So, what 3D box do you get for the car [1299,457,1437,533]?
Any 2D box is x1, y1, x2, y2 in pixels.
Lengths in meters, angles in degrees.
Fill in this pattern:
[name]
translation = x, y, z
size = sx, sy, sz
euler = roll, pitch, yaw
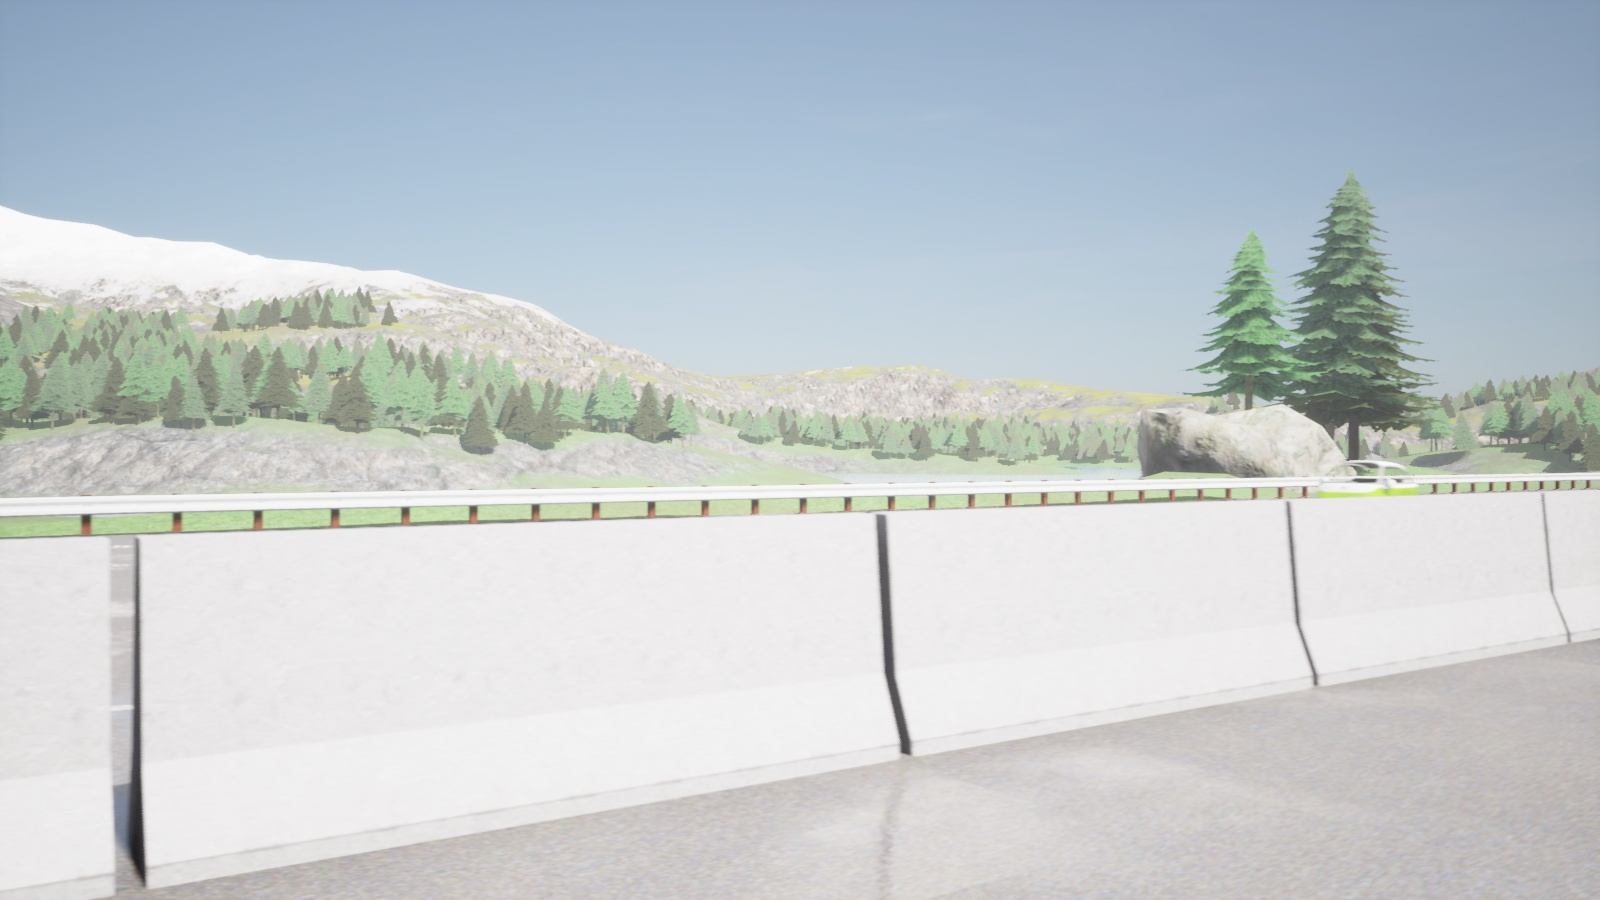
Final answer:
[car]
translation = 10.851, 0.834, 24.001
size = 2.207, 1.376, 1.481
euler = 1, -1, -35
